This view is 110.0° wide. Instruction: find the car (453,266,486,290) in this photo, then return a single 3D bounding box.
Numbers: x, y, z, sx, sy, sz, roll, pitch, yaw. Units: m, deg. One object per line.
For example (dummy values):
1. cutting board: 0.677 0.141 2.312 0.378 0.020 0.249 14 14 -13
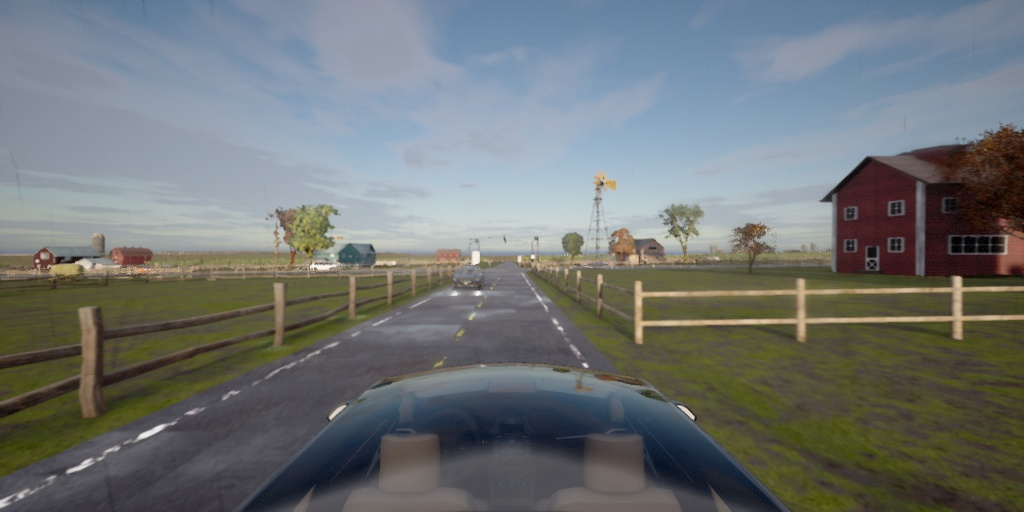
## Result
1. car: -2.844 1.450 24.520 1.837 1.490 4.892 0 -1 0
